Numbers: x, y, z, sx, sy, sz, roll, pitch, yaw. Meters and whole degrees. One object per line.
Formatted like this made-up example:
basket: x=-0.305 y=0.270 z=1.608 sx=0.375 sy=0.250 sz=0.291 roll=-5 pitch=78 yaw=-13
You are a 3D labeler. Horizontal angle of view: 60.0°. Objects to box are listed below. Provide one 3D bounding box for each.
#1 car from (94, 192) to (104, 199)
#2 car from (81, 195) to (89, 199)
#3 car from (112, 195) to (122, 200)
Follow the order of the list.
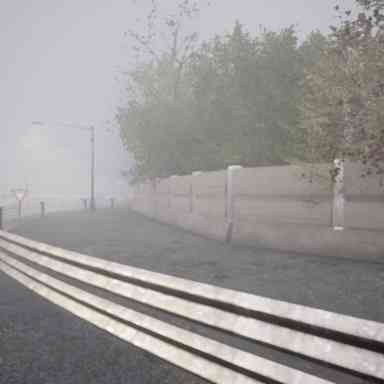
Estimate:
car: x=-24.802 y=1.114 z=88.667 sx=2.150 sy=2.045 sz=5.566 roll=0 pitch=0 yaw=-18
car: x=-28.170 y=1.430 z=87.718 sx=2.033 sy=1.411 sz=5.357 roll=0 pitch=0 yaw=-18
car: x=-19.851 y=1.481 z=88.488 sx=1.895 sy=1.301 sz=4.718 roll=0 pitch=0 yaw=-2
